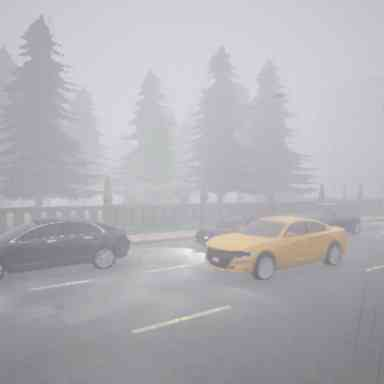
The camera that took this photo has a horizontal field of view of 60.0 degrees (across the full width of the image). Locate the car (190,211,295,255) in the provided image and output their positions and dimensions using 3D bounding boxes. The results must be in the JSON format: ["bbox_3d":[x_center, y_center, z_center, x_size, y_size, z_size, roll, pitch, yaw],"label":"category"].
[{"bbox_3d":[2.181,1.582,14.016,4.181,1.385,1.994,0,0,-35],"label":"car"}]

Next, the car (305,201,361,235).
[{"bbox_3d":[6.760,1.380,17.278,4.553,1.767,2.097,0,0,-35],"label":"car"}]

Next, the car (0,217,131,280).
[{"bbox_3d":[-4.183,1.509,9.577,4.892,1.490,1.837,0,0,-35],"label":"car"}]

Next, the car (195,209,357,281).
[{"bbox_3d":[2.666,1.492,10.118,5.008,1.535,1.882,0,0,-35],"label":"car"}]
